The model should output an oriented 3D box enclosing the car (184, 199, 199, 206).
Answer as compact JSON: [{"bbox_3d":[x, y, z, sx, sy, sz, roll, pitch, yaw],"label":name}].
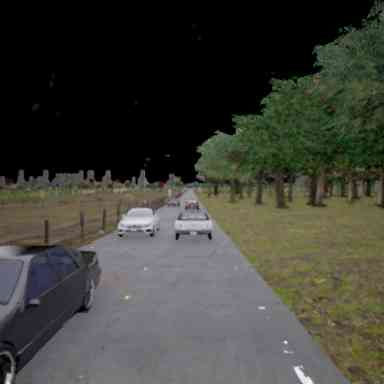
[{"bbox_3d":[0.033,1.680,44.335,1.812,1.442,4.674,0,0,0],"label":"car"}]

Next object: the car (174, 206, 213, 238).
[{"bbox_3d":[0.074,1.682,18.039,1.895,1.301,4.718,0,0,0],"label":"car"}]

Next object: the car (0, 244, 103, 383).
[{"bbox_3d":[-2.851,1.573,5.051,2.033,1.411,5.357,0,0,0],"label":"car"}]

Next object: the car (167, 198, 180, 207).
[{"bbox_3d":[-2.893,1.720,53.077,1.994,1.385,4.181,0,0,0],"label":"car"}]

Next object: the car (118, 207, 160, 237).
[{"bbox_3d":[-2.851,1.612,18.651,1.812,1.442,4.674,0,0,0],"label":"car"}]
